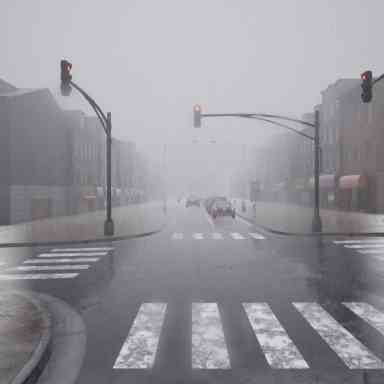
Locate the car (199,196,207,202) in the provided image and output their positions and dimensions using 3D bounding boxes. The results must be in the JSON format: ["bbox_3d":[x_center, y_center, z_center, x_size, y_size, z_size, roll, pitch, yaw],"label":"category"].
[{"bbox_3d":[2.811,1.801,83.644,1.802,1.307,4.206,-1,0,0],"label":"car"}]

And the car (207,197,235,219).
[{"bbox_3d":[2.693,1.473,29.621,1.967,1.590,4.097,-1,0,0],"label":"car"}]

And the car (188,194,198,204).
[{"bbox_3d":[0.238,1.374,68.113,2.150,2.045,5.566,0,0,1],"label":"car"}]

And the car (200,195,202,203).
[{"bbox_3d":[2.740,1.531,51.231,1.967,1.590,4.097,-1,0,0],"label":"car"}]

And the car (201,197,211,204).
[{"bbox_3d":[2.776,1.675,67.607,1.752,1.417,4.829,-1,0,0],"label":"car"}]

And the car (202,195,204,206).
[{"bbox_3d":[2.715,1.374,40.426,2.192,1.841,5.009,-1,0,0],"label":"car"}]

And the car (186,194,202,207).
[{"bbox_3d":[0.209,1.455,53.568,2.097,1.767,4.553,0,0,1],"label":"car"}]

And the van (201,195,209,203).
[{"bbox_3d":[2.785,1.512,72.841,1.690,1.788,3.998,-1,0,0],"label":"van"}]

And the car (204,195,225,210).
[{"bbox_3d":[2.704,1.360,35.024,2.192,1.841,5.009,-1,0,0],"label":"car"}]

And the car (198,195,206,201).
[{"bbox_3d":[2.833,1.712,94.450,1.967,1.590,4.097,-1,0,0],"label":"car"}]
